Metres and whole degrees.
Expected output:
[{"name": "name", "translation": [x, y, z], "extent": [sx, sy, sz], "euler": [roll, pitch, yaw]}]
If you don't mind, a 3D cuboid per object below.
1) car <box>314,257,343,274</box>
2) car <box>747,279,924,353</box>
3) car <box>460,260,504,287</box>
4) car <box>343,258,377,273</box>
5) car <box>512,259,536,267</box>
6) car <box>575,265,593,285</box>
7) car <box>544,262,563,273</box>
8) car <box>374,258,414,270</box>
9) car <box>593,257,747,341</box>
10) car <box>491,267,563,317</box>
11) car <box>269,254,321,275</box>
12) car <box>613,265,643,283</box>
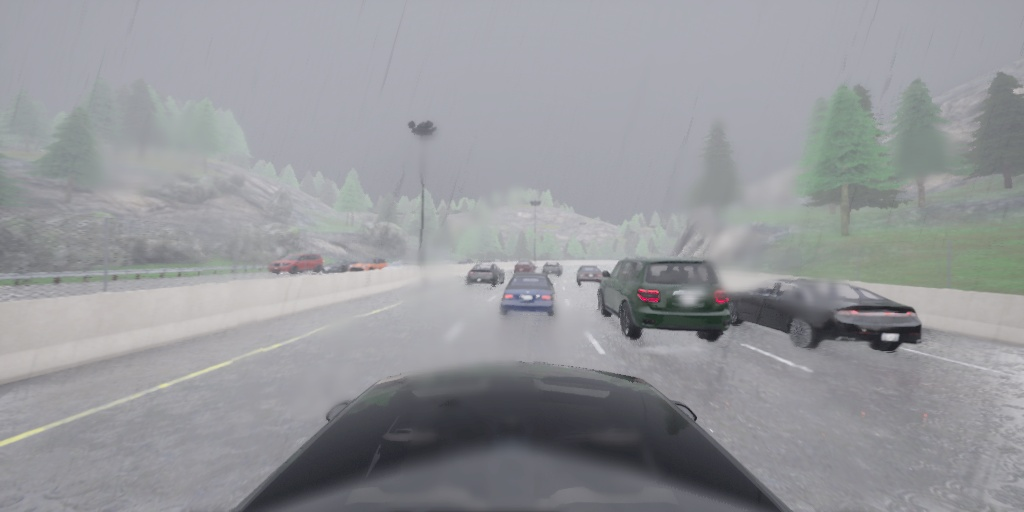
[{"name": "car", "translation": [-17.460, 1.095, 37.066], "extent": [2.128, 1.511, 4.902], "euler": [1, 0, 11]}, {"name": "car", "translation": [7.423, 1.349, 9.312], "extent": [2.128, 1.511, 4.902], "euler": [1, 0, 4]}, {"name": "car", "translation": [-1.662, 1.265, 24.202], "extent": [2.128, 1.511, 4.902], "euler": [1, 0, 8]}, {"name": "car", "translation": [-14.158, 0.993, 35.641], "extent": [2.097, 1.767, 4.553], "euler": [1, 0, 11]}, {"name": "car", "translation": [1.598, 1.325, 42.037], "extent": [1.882, 1.535, 5.008], "euler": [0, 0, 13]}, {"name": "car", "translation": [5.869, 1.419, 27.418], "extent": [2.033, 1.411, 5.357], "euler": [1, 0, 9]}, {"name": "car", "translation": [4.417, 1.367, 38.611], "extent": [2.128, 1.511, 4.902], "euler": [1, 0, 12]}, {"name": "car", "translation": [-10.845, 1.205, 34.412], "extent": [1.812, 1.442, 4.674], "euler": [1, 0, 10]}, {"name": "car", "translation": [3.978, 1.040, 10.362], "extent": [2.150, 2.045, 5.566], "euler": [1, 0, 4]}, {"name": "car", "translation": [0.680, 1.329, 13.477], "extent": [2.033, 1.411, 5.357], "euler": [1, 0, 5]}, {"name": "car", "translation": [-21.279, 0.772, 35.787], "extent": [2.150, 2.045, 5.566], "euler": [1, 0, 10]}, {"name": "car", "translation": [10.155, 1.533, 31.660], "extent": [1.895, 1.301, 4.718], "euler": [1, 0, 10]}]
